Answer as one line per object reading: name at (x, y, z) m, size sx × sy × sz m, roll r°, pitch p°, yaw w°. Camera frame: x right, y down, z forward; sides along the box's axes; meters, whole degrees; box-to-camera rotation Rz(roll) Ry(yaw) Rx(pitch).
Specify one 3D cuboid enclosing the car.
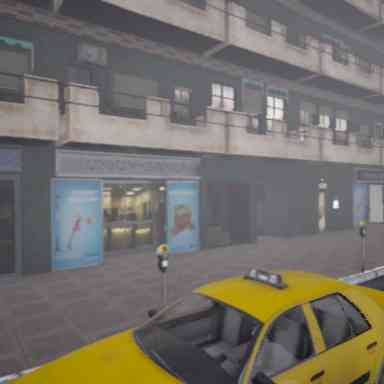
car at (0.540, 1.495, 3.257) m, size 4.829 × 1.417 × 1.752 m, roll -1°, pitch 1°, yaw -35°
